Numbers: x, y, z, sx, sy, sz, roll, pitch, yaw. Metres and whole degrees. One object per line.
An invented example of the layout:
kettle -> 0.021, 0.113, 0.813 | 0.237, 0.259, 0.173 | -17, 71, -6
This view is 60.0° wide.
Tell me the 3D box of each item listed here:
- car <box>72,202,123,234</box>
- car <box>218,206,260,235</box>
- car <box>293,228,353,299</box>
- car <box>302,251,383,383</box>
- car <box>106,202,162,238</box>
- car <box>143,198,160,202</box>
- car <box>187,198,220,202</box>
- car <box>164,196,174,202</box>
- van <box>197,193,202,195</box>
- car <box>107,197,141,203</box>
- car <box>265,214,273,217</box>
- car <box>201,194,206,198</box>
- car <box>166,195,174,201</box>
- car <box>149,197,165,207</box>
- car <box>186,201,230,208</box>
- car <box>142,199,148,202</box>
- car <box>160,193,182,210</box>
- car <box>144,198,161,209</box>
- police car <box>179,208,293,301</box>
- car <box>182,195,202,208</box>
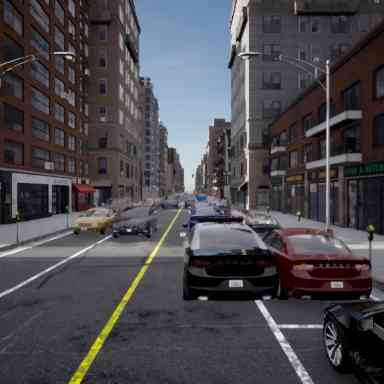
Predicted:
car -> -5.419, 1.527, 19.095 | 1.752, 1.417, 4.829 | 0, 0, 0
car -> 2.601, 1.584, 19.284 | 1.802, 1.307, 4.206 | 0, 0, 0
car -> 2.621, 1.545, 8.246 | 1.887, 1.381, 4.507 | 0, 0, 0
car -> 2.632, 1.566, 2.727 | 1.947, 1.339, 4.313 | 0, 0, 0
car -> -2.881, 1.507, 17.610 | 1.837, 1.490, 4.892 | 0, 0, 0
car -> -5.465, 1.446, 41.337 | 1.967, 1.590, 4.097 | 0, 0, 0
car -> 0.779, 1.481, 24.423 | 1.882, 1.535, 5.008 | 0, 0, 0
car -> -5.535, 1.562, 79.455 | 2.008, 1.369, 4.403 | 0, 0, 0
van -> 2.490, 1.352, 79.478 | 1.690, 1.788, 3.998 | 0, 0, 0
car -> -5.434, 1.318, 24.781 | 2.192, 1.841, 5.009 | 0, 0, 0
car -> 2.611, 1.552, 13.765 | 2.008, 1.369, 4.403 | 0, 0, 0
car -> 2.550, 1.447, 46.878 | 1.967, 1.590, 4.097 | 0, 0, 0
car -> -5.545, 1.556, 85.136 | 1.887, 1.381, 4.507 | 0, 0, 0
car -> -5.485, 1.559, 52.373 | 2.008, 1.369, 4.403 | 0, 0, 0
car -> 0.790, 1.480, 18.423 | 1.882, 1.535, 5.008 | 0, 0, 0
car -> -5.444, 1.586, 30.300 | 1.802, 1.307, 4.206 | 0, 0, 0
car -> -2.831, 1.358, 43.917 | 2.097, 1.767, 4.553 | 0, 0, 0
car -> -5.475, 1.532, 46.685 | 1.752, 1.417, 4.829 | 0, 0, 0
police car -> 0.712, 1.426, 8.514 | 1.930, 1.638, 5.238 | 0, 0, -2
car -> -0.063, 1.498, 46.417 | 2.128, 1.511, 4.902 | 0, 0, 0
